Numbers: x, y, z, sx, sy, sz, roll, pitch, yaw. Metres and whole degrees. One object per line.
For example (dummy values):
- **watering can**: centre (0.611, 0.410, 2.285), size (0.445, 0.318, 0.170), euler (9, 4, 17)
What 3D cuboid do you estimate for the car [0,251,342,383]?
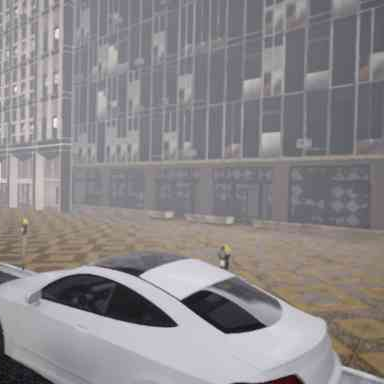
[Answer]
- **car**: centre (-0.755, 1.470, 4.005), size (4.674, 1.442, 1.812), euler (1, 1, 36)
